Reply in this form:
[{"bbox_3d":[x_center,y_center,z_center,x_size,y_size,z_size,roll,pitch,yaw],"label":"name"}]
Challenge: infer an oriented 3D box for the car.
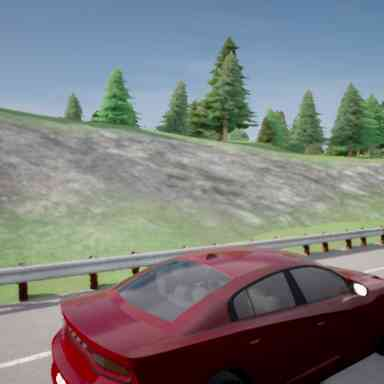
[{"bbox_3d":[0.901,1.468,4.298,5.008,1.535,1.882,0,0,-35],"label":"car"}]
